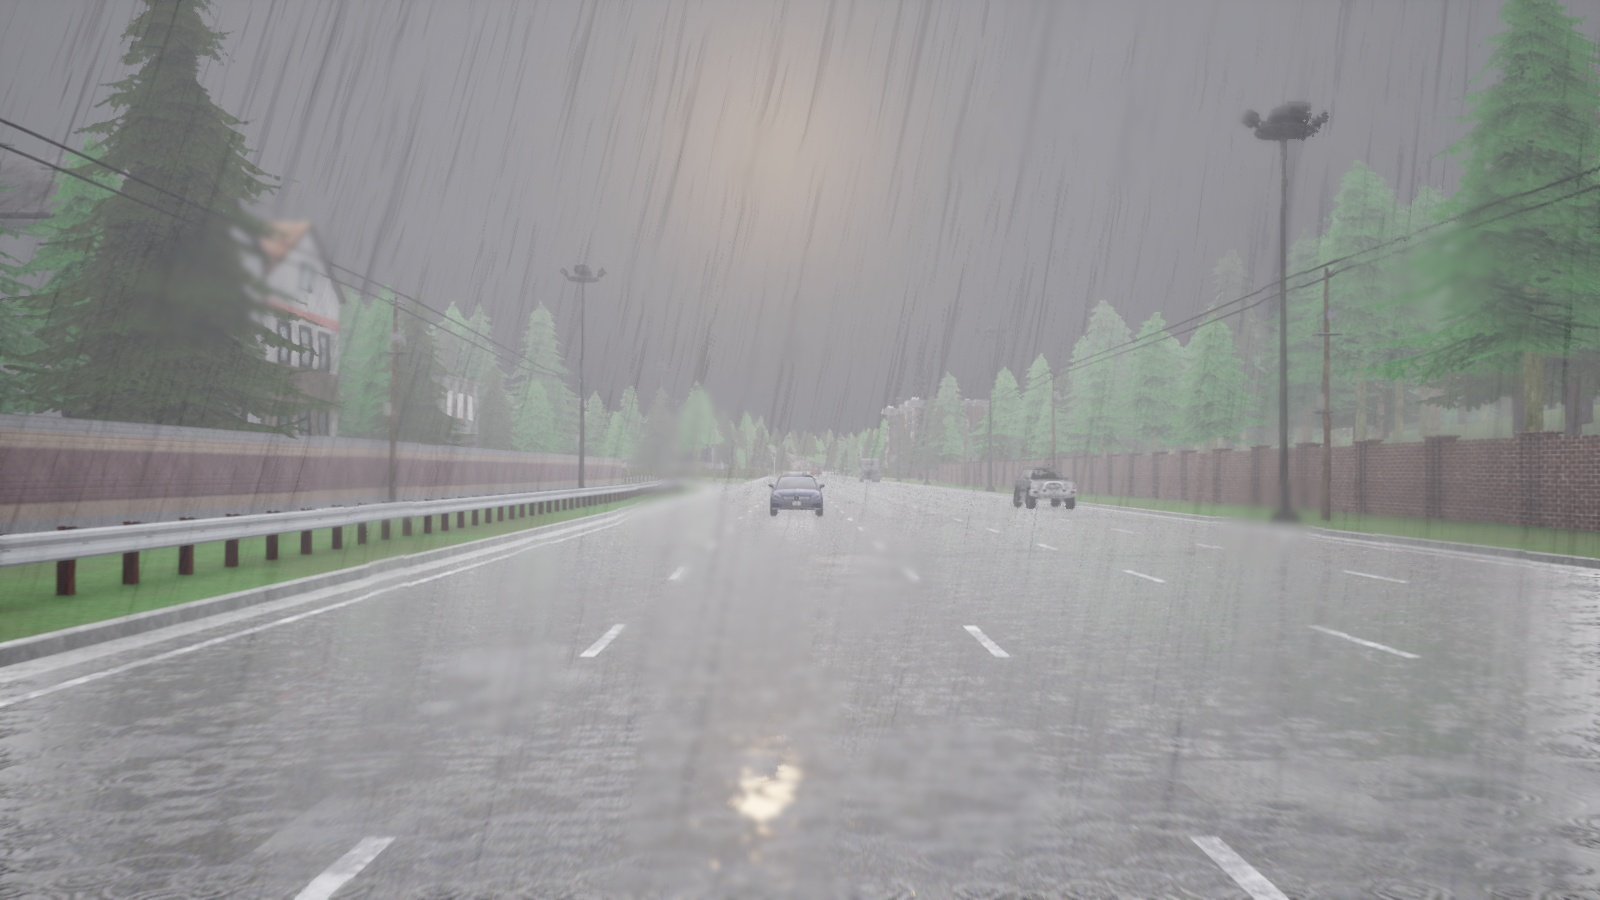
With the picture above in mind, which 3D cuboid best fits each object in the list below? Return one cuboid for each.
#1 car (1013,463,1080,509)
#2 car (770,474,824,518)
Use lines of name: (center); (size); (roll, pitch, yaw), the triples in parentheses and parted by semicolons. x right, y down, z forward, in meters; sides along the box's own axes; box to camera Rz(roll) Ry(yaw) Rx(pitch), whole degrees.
car: (10.371, 1.480, 53.208); (1.932, 1.855, 4.605); (0, -1, 0)
car: (-0.107, 1.583, 44.369); (1.812, 1.442, 4.674); (0, -1, 0)
